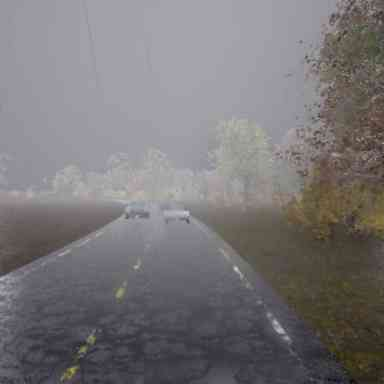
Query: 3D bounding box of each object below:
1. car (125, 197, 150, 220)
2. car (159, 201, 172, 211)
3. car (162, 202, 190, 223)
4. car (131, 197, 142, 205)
[{"bbox_3d":[-4.814,1.489,29.823,2.097,1.767,4.553,0,0,-6],"label":"car"},{"bbox_3d":[-3.259,1.789,42.668,1.895,1.301,4.718,0,0,-9],"label":"car"},{"bbox_3d":[-1.270,1.719,26.665,1.895,1.301,4.718,0,0,-5],"label":"car"},{"bbox_3d":[-11.490,1.781,68.119,1.882,1.535,5.008,0,0,-13],"label":"car"}]
